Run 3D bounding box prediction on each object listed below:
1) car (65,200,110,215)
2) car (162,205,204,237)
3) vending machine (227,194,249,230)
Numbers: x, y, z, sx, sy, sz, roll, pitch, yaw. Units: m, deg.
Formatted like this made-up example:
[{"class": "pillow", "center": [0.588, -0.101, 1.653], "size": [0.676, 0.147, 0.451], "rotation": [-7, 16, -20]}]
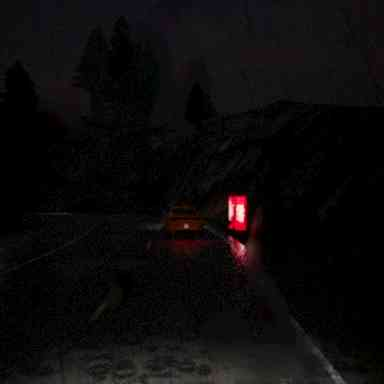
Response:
[{"class": "car", "center": [-10.551, 1.522, 33.641], "size": [4.674, 1.442, 1.812], "rotation": [0, -1, 15]}, {"class": "car", "center": [-0.585, 1.475, 18.298], "size": [1.882, 1.535, 5.008], "rotation": [0, 0, -7]}, {"class": "vending machine", "center": [2.784, 1.193, 20.237], "size": [1.100, 2.100, 0.880], "rotation": [0, 0, -10]}]
